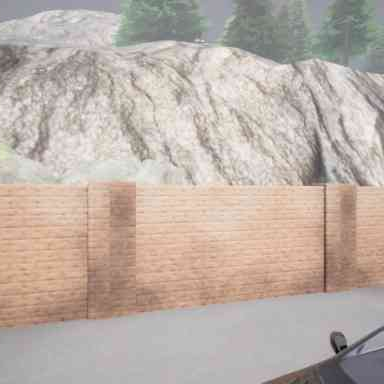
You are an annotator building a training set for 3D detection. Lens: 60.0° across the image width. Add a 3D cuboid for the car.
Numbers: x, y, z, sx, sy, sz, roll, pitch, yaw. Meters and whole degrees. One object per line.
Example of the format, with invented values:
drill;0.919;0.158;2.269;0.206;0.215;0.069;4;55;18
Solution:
car;2.122;1.492;1.934;4.902;1.511;2.128;0;0;-19
